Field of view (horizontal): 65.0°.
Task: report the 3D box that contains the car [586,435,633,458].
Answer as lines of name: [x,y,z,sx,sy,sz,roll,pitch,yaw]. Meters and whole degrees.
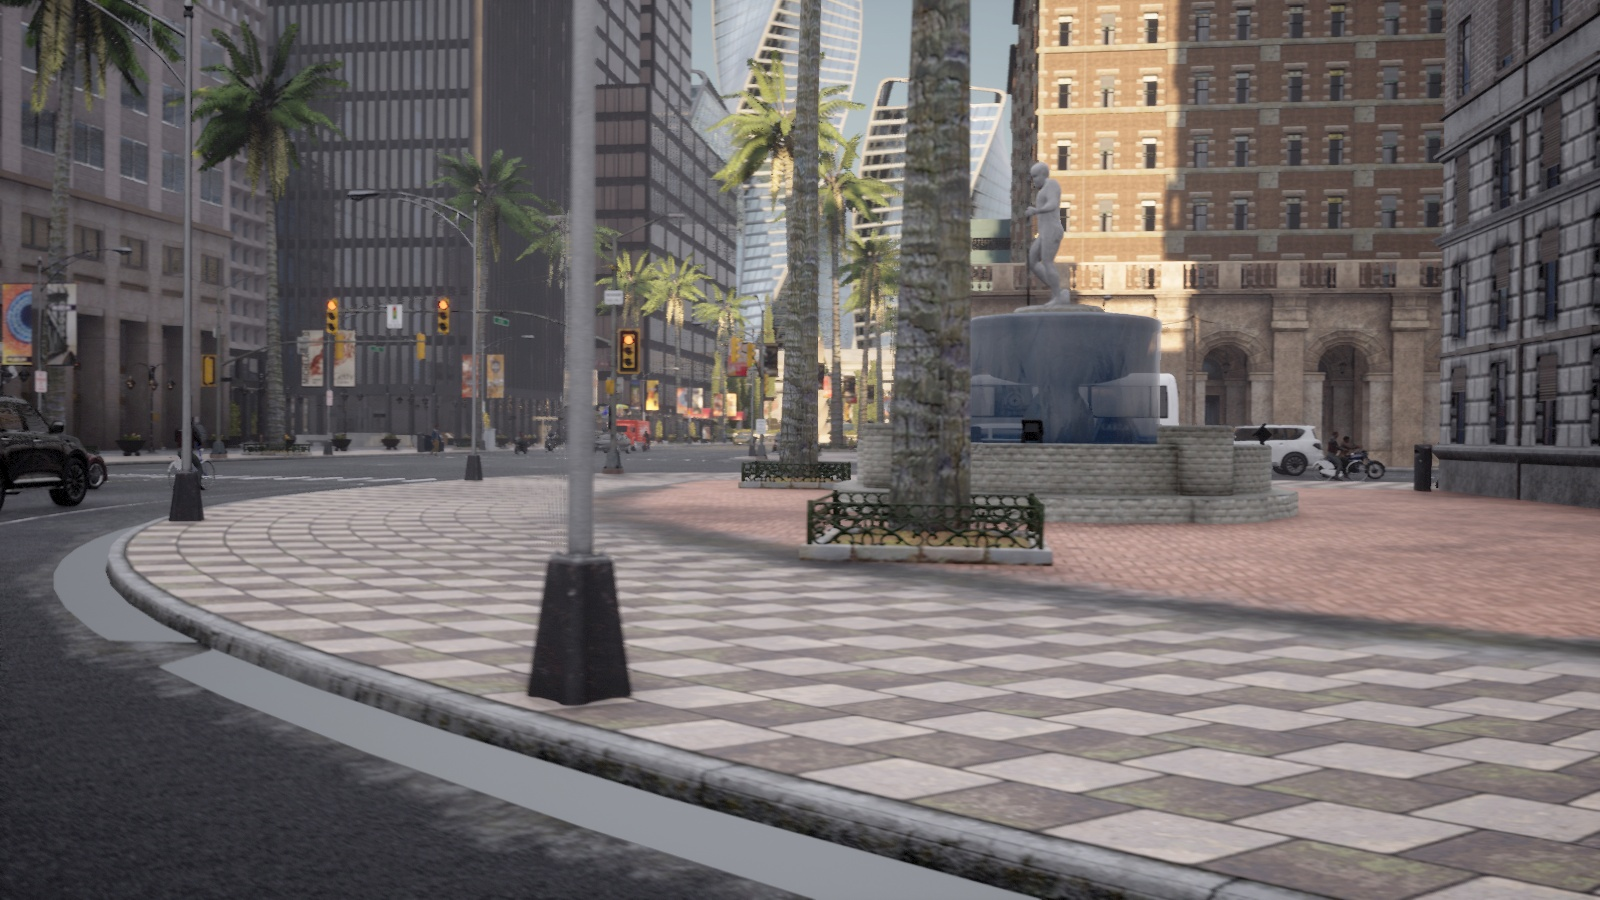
car: [-12.858,-0.238,85.044,1.837,1.490,4.892,0,1,8]

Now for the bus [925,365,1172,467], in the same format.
bus: [10.775,-1.439,55.243,10.273,4.253,3.944,0,1,9]

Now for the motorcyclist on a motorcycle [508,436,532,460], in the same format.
motorcyclist on a motorcycle: [-17.429,-0.135,78.220,0.797,1.523,2.044,0,1,9]

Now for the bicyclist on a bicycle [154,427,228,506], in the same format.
bicyclist on a bicycle: [-14.127,0.350,29.198,0.659,1.776,1.843,0,1,6]

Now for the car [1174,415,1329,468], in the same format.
car: [18.120,-0.347,50.636,5.566,2.045,2.150,0,1,8]

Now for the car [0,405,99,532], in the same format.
car: [-14.232,0.297,21.464,2.150,2.045,5.566,-1,1,-9]

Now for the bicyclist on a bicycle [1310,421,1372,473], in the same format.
bicyclist on a bicycle: [18.717,-0.110,43.474,1.843,1.776,0.659,-1,1,8]

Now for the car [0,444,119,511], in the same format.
car: [-17.769,0.582,28.586,1.994,1.385,4.181,0,1,4]

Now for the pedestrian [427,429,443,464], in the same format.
pedestrian: [-20.334,-0.182,69.961,0.788,1.949,0.423,0,1,23]

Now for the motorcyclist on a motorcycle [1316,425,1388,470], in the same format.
motorcyclist on a motorcycle: [20.528,-0.087,46.742,2.350,1.649,0.766,0,1,8]
